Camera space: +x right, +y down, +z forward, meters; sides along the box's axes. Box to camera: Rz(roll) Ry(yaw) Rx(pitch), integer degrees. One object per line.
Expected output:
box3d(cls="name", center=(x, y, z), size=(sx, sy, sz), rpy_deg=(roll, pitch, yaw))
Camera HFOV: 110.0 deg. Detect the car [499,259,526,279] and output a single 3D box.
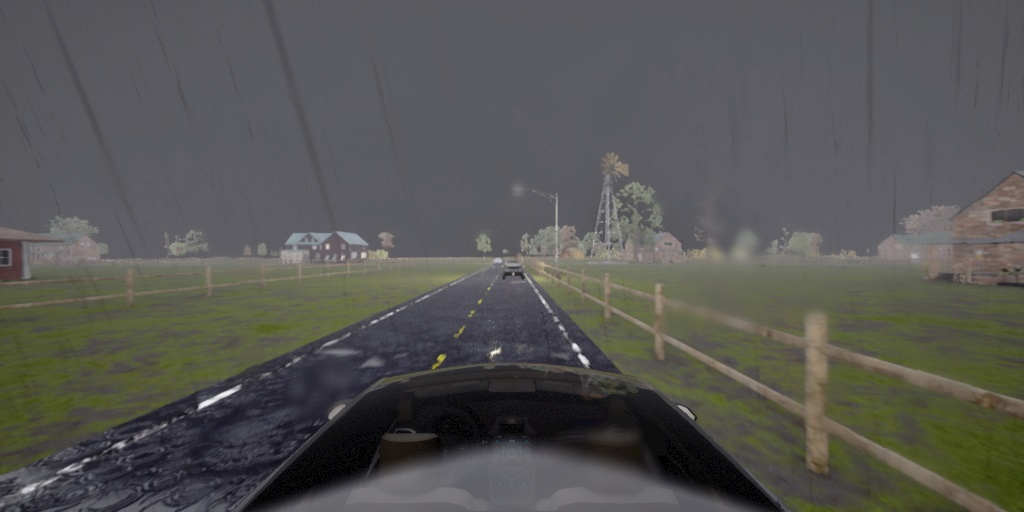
box3d(cls="car", center=(0.102, 1.188, 31.003), size=(1.837, 1.490, 4.892), rpy_deg=(0, 0, 0))
